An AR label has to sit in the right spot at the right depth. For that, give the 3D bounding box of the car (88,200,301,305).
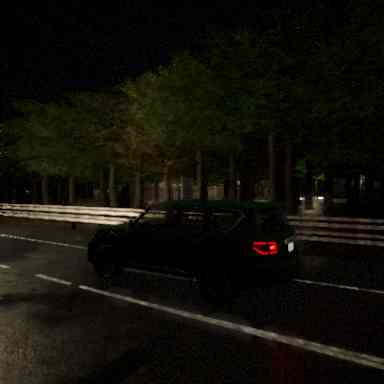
[{"bbox_3d":[-0.175,1.224,8.364,5.566,2.045,2.150,0,0,34],"label":"car"}]
